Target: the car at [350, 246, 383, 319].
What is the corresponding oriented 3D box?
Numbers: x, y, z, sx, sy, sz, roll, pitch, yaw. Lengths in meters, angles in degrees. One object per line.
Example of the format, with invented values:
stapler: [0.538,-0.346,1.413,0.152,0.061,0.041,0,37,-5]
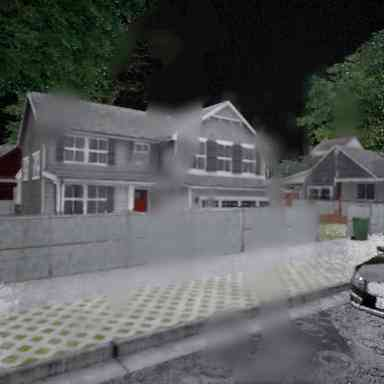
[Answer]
car: [5.083,1.521,6.578,4.902,1.511,2.128,1,0,-35]
